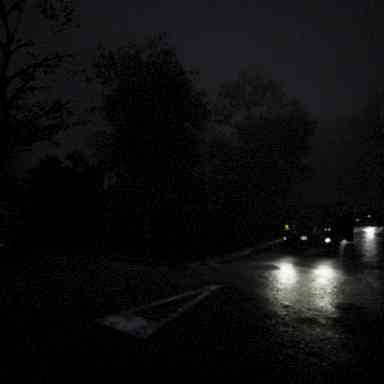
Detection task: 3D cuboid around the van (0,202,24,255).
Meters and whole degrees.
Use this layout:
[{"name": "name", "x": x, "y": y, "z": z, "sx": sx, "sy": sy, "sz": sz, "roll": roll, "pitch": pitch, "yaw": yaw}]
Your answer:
[{"name": "van", "x": -8.486, "y": 1.354, "z": 11.732, "sx": 1.878, "sy": 1.987, "sz": 4.442, "roll": -1, "pitch": -1, "yaw": 35}]

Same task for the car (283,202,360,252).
[{"name": "car", "x": 6.337, "y": 1.557, "z": 16.257, "sx": 2.150, "sy": 2.045, "sz": 5.566, "roll": -3, "pitch": -1, "yaw": 37}]

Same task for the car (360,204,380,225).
[{"name": "car", "x": 13.142, "y": 1.682, "z": 25.561, "sx": 1.812, "sy": 1.442, "sz": 4.674, "roll": -3, "pitch": -1, "yaw": 36}]
